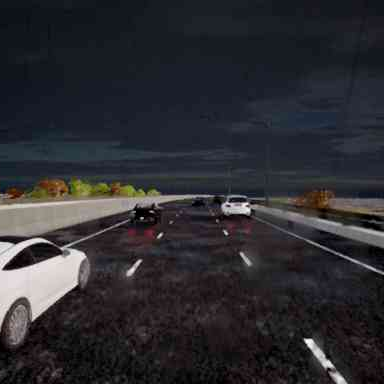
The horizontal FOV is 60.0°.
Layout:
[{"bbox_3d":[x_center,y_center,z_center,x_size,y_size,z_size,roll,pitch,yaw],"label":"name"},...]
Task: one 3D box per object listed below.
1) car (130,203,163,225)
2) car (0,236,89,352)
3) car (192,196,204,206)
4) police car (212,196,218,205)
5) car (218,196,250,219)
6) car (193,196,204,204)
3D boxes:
[{"bbox_3d":[-3.199,1.499,23.926,2.128,1.511,4.902,0,0,1],"label":"car"},{"bbox_3d":[-3.374,1.523,6.046,1.812,1.442,4.674,0,0,0],"label":"car"},{"bbox_3d":[1.043,1.627,54.860,1.994,1.385,4.181,0,0,2],"label":"car"},{"bbox_3d":[4.607,1.533,59.796,1.930,1.638,5.238,0,-1,2],"label":"police car"},{"bbox_3d":[3.805,1.332,29.652,2.150,2.045,5.566,0,0,2],"label":"car"},{"bbox_3d":[1.471,1.634,69.326,2.128,1.511,4.902,0,0,3],"label":"car"}]
